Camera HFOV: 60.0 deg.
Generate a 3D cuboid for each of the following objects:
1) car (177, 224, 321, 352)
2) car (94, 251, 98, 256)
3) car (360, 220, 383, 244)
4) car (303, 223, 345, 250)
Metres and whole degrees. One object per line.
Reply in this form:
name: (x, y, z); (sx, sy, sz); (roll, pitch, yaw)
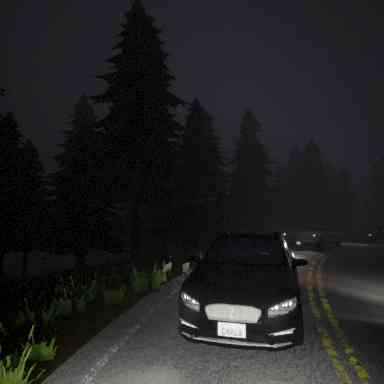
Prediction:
car: (1.138, 1.562, 6.627); (2.128, 1.511, 4.902); (-1, -2, 15)
car: (-20.226, 13.650, 73.006); (4.181, 1.381, 1.994); (-2, -5, 31)
car: (15.899, 3.229, 26.485); (5.566, 2.045, 2.150); (8, -8, -28)
car: (6.529, 2.311, 17.742); (1.895, 1.301, 4.718); (-3, -6, 39)
